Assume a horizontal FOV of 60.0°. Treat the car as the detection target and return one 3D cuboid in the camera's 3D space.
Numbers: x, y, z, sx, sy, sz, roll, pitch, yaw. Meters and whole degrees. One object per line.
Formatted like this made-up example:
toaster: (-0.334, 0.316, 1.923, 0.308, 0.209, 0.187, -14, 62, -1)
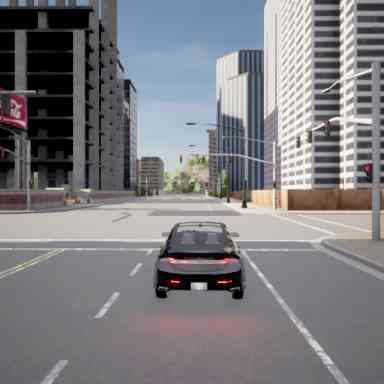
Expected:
car: (0.207, 1.492, 8.440, 2.128, 1.511, 4.902, 0, 0, 2)
